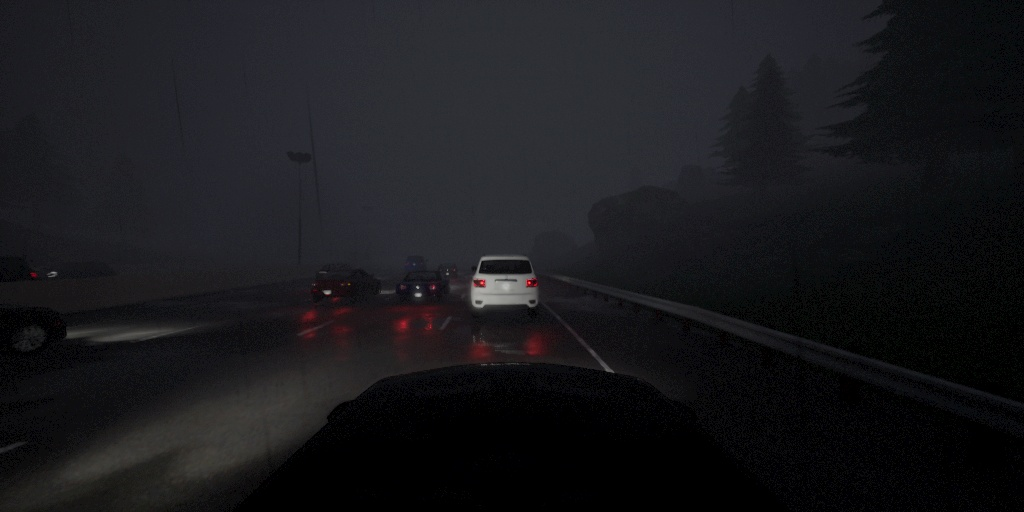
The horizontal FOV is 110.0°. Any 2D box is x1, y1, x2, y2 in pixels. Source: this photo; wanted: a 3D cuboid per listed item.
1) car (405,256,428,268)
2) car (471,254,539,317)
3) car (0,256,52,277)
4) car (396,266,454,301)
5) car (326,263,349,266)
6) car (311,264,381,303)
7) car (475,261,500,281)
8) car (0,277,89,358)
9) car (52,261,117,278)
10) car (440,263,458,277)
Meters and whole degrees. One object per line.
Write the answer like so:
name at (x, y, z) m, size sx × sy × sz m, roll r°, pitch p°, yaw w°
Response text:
car at (-10.777, 0.966, 40.388) m, size 2.150 × 2.045 × 5.566 m, roll 0°, pitch 0°, yaw -11°
car at (-0.325, 0.964, 13.248) m, size 2.150 × 2.045 × 5.566 m, roll 0°, pitch 0°, yaw -3°
car at (-21.543, 1.005, 13.169) m, size 2.150 × 2.045 × 5.566 m, roll 0°, pitch 0°, yaw -4°
car at (-4.117, 1.348, 17.321) m, size 1.895 × 1.301 × 4.718 m, roll 0°, pitch 0°, yaw -4°
car at (-11.923, 1.249, 25.028) m, size 2.128 × 1.511 × 4.902 m, roll 0°, pitch 0°, yaw -7°
car at (-7.597, 1.280, 16.733) m, size 1.812 × 1.442 × 4.674 m, roll 0°, pitch 0°, yaw -4°
car at (-2.202, 1.239, 31.544) m, size 1.837 × 1.490 × 4.892 m, roll 0°, pitch 0°, yaw -8°
car at (-10.534, 1.272, 5.691) m, size 1.837 × 1.490 × 4.892 m, roll 0°, pitch 0°, yaw -1°
car at (-29.581, 1.143, 24.045) m, size 2.097 × 1.767 × 4.553 m, roll 0°, pitch 0°, yaw -7°
car at (-6.269, 1.341, 35.079) m, size 1.895 × 1.301 × 4.718 m, roll 0°, pitch 0°, yaw -9°
